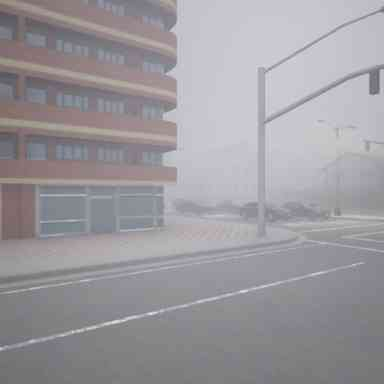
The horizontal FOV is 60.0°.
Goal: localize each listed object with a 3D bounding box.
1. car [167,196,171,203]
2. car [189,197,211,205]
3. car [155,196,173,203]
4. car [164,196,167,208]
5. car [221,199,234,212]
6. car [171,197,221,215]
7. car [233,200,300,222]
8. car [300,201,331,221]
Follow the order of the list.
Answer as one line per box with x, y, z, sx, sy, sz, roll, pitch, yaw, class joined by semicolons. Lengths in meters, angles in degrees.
-0.854;1.505;42.582;1.837;1.490;4.892;0;0;-35;car
1.372;1.562;59.973;1.994;1.385;4.181;0;0;-35;car
-5.988;1.562;70.631;1.994;1.385;4.181;0;0;-35;car
-5.407;1.547;43.025;2.033;1.411;5.357;0;0;-34;car
4.329;1.526;35.072;1.812;1.442;4.674;0;0;-34;car
0.306;1.545;34.726;2.033;1.411;5.357;0;0;-34;car
5.828;1.505;26.696;1.837;1.490;4.892;0;0;-34;car
9.264;1.526;27.901;1.812;1.442;4.674;0;0;-34;car
